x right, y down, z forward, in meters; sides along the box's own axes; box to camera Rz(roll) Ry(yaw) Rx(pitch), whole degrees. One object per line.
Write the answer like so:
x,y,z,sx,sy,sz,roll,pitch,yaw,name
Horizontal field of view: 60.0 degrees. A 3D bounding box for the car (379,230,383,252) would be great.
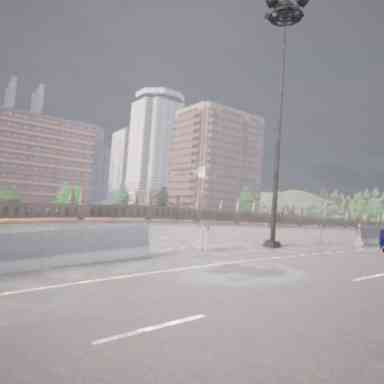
10.840,2.218,15.770,5.008,1.535,1.882,6,-3,-35,car
